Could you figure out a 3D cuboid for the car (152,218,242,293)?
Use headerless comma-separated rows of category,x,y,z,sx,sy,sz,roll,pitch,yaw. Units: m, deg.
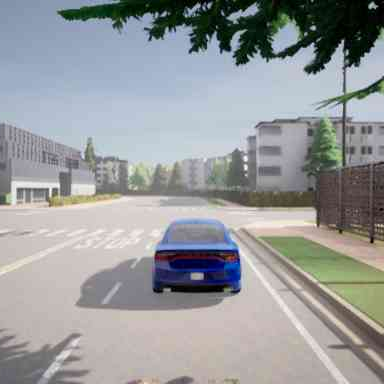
car,0.111,1.411,8.713,1.882,1.535,5.008,0,0,0
